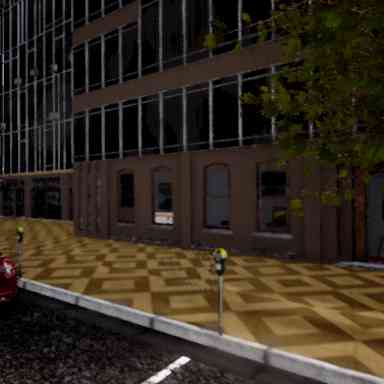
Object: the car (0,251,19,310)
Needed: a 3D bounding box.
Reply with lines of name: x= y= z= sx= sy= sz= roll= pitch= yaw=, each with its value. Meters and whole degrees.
car: x=-5.312 y=1.478 z=6.662 sx=4.097 sy=1.590 sz=1.967 roll=0 pitch=0 yaw=35
